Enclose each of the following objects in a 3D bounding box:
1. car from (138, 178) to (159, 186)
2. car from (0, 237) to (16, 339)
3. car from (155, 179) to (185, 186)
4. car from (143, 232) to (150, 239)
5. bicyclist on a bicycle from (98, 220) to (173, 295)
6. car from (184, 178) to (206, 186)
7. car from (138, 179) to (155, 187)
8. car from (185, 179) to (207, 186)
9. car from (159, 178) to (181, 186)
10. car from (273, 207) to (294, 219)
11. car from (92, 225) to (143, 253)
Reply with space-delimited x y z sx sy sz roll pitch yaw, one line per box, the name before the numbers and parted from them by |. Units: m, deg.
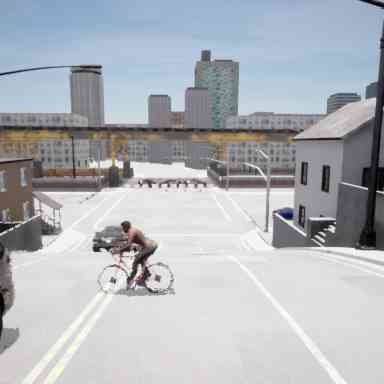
car | -9.299 -2.092 70.356 4.536 1.218 1.853 8 11 42
car | -3.655 1.224 2.667 2.150 2.045 5.566 0 0 -1
car | -4.654 -1.928 70.457 4.974 1.542 2.038 -6 11 -37
car | -4.332 3.839 25.621 2.097 1.767 4.553 0 -8 -3
bicyclist on a bicycle | -1.243 1.440 7.232 1.656 1.620 0.582 -2 0 0
car | 0.649 -2.199 71.356 4.536 1.218 1.853 5 10 27
car | -9.261 -1.931 70.345 4.974 1.542 2.038 8 11 42
car | 0.694 -2.039 71.355 4.974 1.542 2.038 5 10 27
car | -4.612 -2.088 70.465 4.536 1.218 1.853 -6 11 -37
car | 12.147 2.629 41.115 4.181 1.385 1.994 0 8 -1
car | -4.094 2.572 18.372 1.837 1.490 4.892 0 -10 -2
